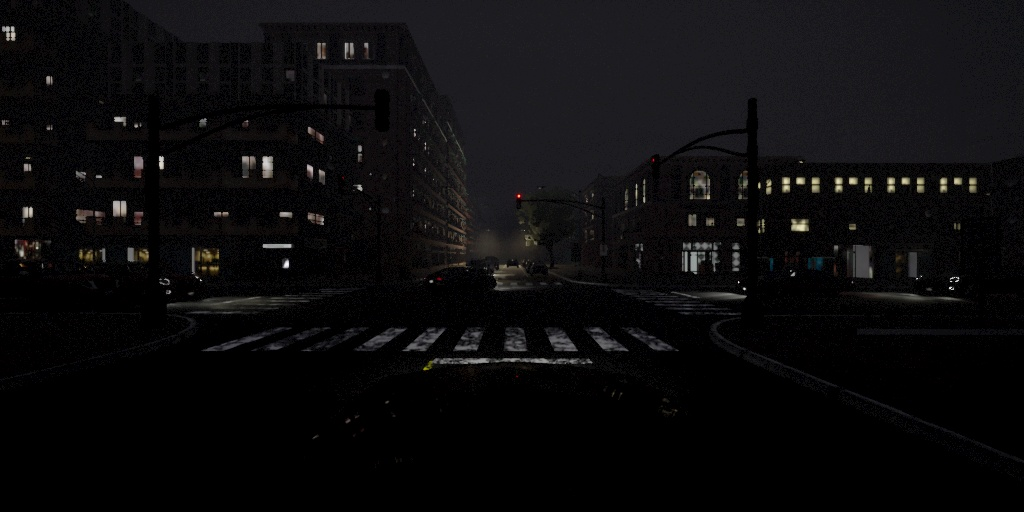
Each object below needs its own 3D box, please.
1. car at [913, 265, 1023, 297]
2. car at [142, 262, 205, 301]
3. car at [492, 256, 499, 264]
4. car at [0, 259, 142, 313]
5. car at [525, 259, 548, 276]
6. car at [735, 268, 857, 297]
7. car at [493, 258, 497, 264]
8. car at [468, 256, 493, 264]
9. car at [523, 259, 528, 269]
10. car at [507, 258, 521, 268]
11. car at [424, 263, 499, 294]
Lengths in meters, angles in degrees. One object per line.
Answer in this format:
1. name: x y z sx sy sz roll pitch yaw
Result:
1. car: 24.533 1.219 19.166 4.553 1.767 2.097 0 0 0
2. car: -16.230 1.056 15.656 4.553 1.767 2.097 0 0 1
3. car: -3.063 1.028 53.204 2.150 2.045 5.566 0 0 1
4. car: -17.270 1.013 13.103 5.009 1.841 2.192 0 0 0
5. car: 2.709 1.330 36.812 2.007 1.370 4.403 0 0 0
6. car: 15.033 1.372 19.105 5.357 1.411 2.033 0 0 0
7. car: -3.077 1.314 42.572 1.812 1.442 4.674 0 0 0
8. car: -3.056 1.124 32.274 2.097 1.767 4.553 0 0 -1
9. car: 2.712 1.228 42.509 1.967 1.591 4.097 0 0 0
10. car: 0.132 1.181 64.061 2.097 1.767 4.553 0 0 0
11. car: -2.901 1.322 20.459 1.994 1.385 4.181 0 0 44
